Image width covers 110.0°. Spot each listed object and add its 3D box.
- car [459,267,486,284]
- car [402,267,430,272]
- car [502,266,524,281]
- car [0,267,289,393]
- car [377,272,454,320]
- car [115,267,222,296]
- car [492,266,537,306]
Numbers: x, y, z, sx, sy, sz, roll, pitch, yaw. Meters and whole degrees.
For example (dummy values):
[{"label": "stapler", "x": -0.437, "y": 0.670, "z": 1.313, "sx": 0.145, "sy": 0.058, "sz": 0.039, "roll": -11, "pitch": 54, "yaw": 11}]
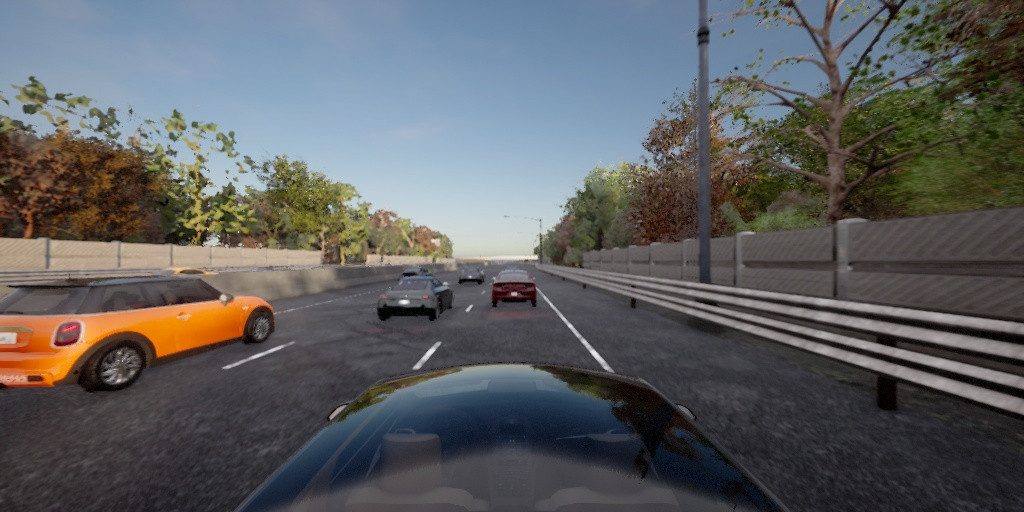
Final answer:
[{"label": "car", "x": -3.404, "y": 1.672, "z": 31.193, "sx": 1.994, "sy": 1.385, "sz": 4.181, "roll": 0, "pitch": -1, "yaw": 0}, {"label": "car", "x": -6.906, "y": 1.551, "z": 26.339, "sx": 1.837, "sy": 1.490, "sz": 4.892, "roll": 0, "pitch": -1, "yaw": 0}, {"label": "car", "x": 0.091, "y": 1.726, "z": 36.665, "sx": 2.033, "sy": 1.411, "sz": 5.357, "roll": 0, "pitch": -1, "yaw": 0}, {"label": "car", "x": -6.902, "y": 1.162, "z": 7.002, "sx": 2.097, "sy": 1.767, "sz": 4.553, "roll": 0, "pitch": -1, "yaw": 0}, {"label": "car", "x": -3.399, "y": 1.448, "z": 13.313, "sx": 1.994, "sy": 1.385, "sz": 4.181, "roll": 0, "pitch": -1, "yaw": 0}, {"label": "car", "x": -21.102, "y": 1.475, "z": 22.444, "sx": 1.882, "sy": 1.535, "sz": 5.008, "roll": 0, "pitch": -1, "yaw": 0}, {"label": "car", "x": 0.097, "y": 1.405, "z": 16.838, "sx": 1.882, "sy": 1.535, "sz": 5.008, "roll": 0, "pitch": -1, "yaw": 0}]
